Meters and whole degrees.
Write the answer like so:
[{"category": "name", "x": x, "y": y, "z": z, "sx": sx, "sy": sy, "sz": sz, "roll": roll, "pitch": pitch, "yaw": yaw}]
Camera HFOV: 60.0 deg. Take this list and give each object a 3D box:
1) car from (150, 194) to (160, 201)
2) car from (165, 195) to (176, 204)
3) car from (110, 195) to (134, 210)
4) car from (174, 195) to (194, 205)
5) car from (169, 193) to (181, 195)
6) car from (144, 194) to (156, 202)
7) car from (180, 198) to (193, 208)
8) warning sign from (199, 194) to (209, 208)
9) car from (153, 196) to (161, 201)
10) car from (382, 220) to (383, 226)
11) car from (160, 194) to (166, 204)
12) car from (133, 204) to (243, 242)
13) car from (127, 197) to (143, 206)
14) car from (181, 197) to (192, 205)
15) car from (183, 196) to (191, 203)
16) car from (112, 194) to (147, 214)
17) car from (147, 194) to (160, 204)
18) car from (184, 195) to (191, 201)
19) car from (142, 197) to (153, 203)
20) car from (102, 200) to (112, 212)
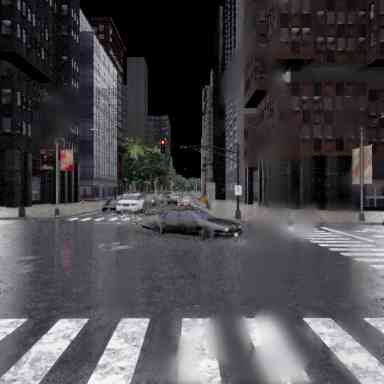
[{"category": "car", "x": -9.715, "y": 1.449, "z": 87.806, "sx": 2.192, "sy": 1.841, "sz": 5.009, "roll": 0, "pitch": 0, "yaw": -1}, {"category": "car", "x": -3.614, "y": 1.666, "z": 63.330, "sx": 1.895, "sy": 1.301, "sz": 4.718, "roll": 0, "pitch": 0, "yaw": 0}, {"category": "car", "x": -9.302, "y": 1.335, "z": 44.400, "sx": 2.192, "sy": 1.841, "sz": 5.009, "roll": 0, "pitch": 0, "yaw": -1}, {"category": "car", "x": -0.725, "y": 1.448, "z": 39.052, "sx": 1.967, "sy": 1.590, "sz": 4.097, "roll": 0, "pitch": 0, "yaw": -1}, {"category": "car", "x": -3.829, "y": 1.575, "z": 75.426, "sx": 1.882, "sy": 1.535, "sz": 5.008, "roll": 0, "pitch": 0, "yaw": -1}, {"category": "car", "x": -9.612, "y": 1.417, "z": 76.955, "sx": 2.192, "sy": 1.841, "sz": 5.009, "roll": 0, "pitch": 0, "yaw": -1}, {"category": "car", "x": -0.828, "y": 1.614, "z": 49.901, "sx": 1.802, "sy": 1.307, "sz": 4.206, "roll": 0, "pitch": 0, "yaw": -1}, {"category": "warning sign", "x": 1.551, "y": 1.131, "z": 42.744, "sx": 1.300, "sy": 1.860, "sz": 1.060, "roll": 0, "pitch": 0, "yaw": -1}, {"category": "car", "x": -9.766, "y": 1.695, "z": 93.231, "sx": 1.887, "sy": 1.381, "sz": 4.507, "roll": 0, "pitch": 0, "yaw": -1}, {"category": "car", "x": 14.737, "y": 1.724, "z": 21.055, "sx": 4.902, "sy": 1.511, "sz": 2.128, "roll": 1, "pitch": 0, "yaw": 0}, {"category": "car", "x": -6.758, "y": 1.440, "z": 67.695, "sx": 2.097, "sy": 1.767, "sz": 4.553, "roll": 0, "pitch": 0, "yaw": 0}, {"category": "car", "x": -0.167, "y": 1.571, "z": 16.944, "sx": 5.357, "sy": 1.411, "sz": 2.033, "roll": 1, "pitch": 0, "yaw": 34}, {"category": "car", "x": -9.403, "y": 1.570, "z": 55.081, "sx": 1.752, "sy": 1.417, "sz": 4.829, "roll": 0, "pitch": 0, "yaw": -1}, {"category": "car", "x": -0.931, "y": 1.603, "z": 60.751, "sx": 1.887, "sy": 1.381, "sz": 4.507, "roll": 0, "pitch": 0, "yaw": -1}, {"category": "car", "x": -1.036, "y": 1.612, "z": 71.770, "sx": 1.752, "sy": 1.417, "sz": 4.829, "roll": 0, "pitch": 0, "yaw": -1}, {"category": "car", "x": -6.553, "y": 1.218, "z": 35.606, "sx": 2.150, "sy": 2.045, "sz": 5.566, "roll": 0, "pitch": 0, "yaw": -1}, {"category": "car", "x": -6.699, "y": 1.389, "z": 51.900, "sx": 2.097, "sy": 1.767, "sz": 4.553, "roll": 0, "pitch": 0, "yaw": 0}, {"category": "car", "x": -1.190, "y": 1.574, "z": 87.875, "sx": 1.967, "sy": 1.590, "sz": 4.097, "roll": 0, "pitch": 0, "yaw": -1}, {"category": "car", "x": -9.559, "y": 1.668, "z": 71.528, "sx": 1.802, "sy": 1.307, "sz": 4.206, "roll": 0, "pitch": 0, "yaw": -1}, {"category": "car", "x": -9.250, "y": 1.574, "z": 38.974, "sx": 1.947, "sy": 1.339, "sz": 4.313, "roll": 0, "pitch": 0, "yaw": -1}]
